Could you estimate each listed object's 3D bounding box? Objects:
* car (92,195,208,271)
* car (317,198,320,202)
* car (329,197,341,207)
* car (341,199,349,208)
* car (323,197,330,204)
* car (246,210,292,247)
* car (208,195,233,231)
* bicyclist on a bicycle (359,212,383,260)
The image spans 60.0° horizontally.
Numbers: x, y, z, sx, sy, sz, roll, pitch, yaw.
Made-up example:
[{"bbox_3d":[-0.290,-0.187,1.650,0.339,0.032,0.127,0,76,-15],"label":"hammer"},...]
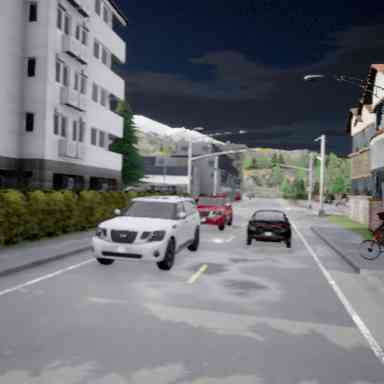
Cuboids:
[{"bbox_3d":[-1.180,1.166,11.336,2.150,2.045,5.566,2,0,14],"label":"car"},{"bbox_3d":[33.266,2.085,79.783,4.605,1.855,1.932,2,0,13],"label":"car"},{"bbox_3d":[29.968,2.055,64.428,5.027,1.636,2.152,2,0,13],"label":"car"},{"bbox_3d":[28.768,2.104,58.115,3.806,1.475,1.970,2,0,13],"label":"car"},{"bbox_3d":[32.983,2.059,76.862,3.866,1.878,1.905,2,0,13],"label":"car"},{"bbox_3d":[3.705,1.575,15.898,1.882,1.535,5.008,2,0,14],"label":"car"},{"bbox_3d":[1.324,1.233,21.540,2.150,2.045,5.566,2,0,14],"label":"car"},{"bbox_3d":[6.450,1.496,11.046,1.656,1.620,0.582,2,0,14],"label":"bicyclist on a bicycle"}]
